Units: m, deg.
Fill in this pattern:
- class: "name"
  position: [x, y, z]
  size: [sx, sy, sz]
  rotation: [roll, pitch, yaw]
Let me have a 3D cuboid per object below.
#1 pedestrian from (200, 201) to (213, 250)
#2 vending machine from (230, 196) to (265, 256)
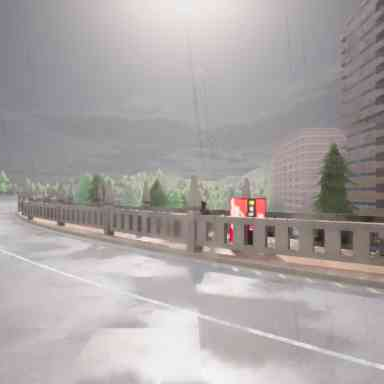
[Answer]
- class: "pedestrian"
  position: [0.451, 1.141, 11.832]
  size: [0.375, 1.860, 0.375]
  rotation: [0, 0, 41]
- class: "vending machine"
  position: [2.078, 1.195, 12.411]
  size: [0.880, 2.100, 1.100]
  rotation: [0, 0, 41]
